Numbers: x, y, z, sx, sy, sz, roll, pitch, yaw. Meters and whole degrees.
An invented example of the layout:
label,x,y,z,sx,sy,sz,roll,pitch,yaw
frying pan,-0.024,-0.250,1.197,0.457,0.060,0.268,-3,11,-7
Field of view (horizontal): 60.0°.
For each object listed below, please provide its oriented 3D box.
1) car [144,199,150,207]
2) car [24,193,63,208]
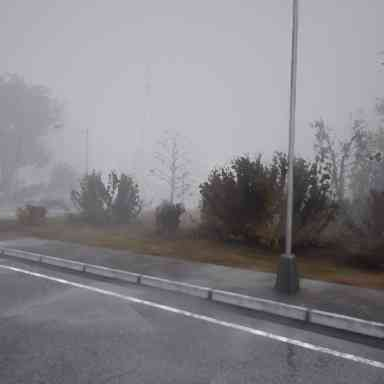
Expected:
label,x,y,z,sx,sy,sz,roll,pitch,yaw
car,-9.290,2.040,60.559,2.128,1.511,4.902,2,-2,20
car,-17.209,0.922,38.909,2.097,1.767,4.553,2,-1,20
